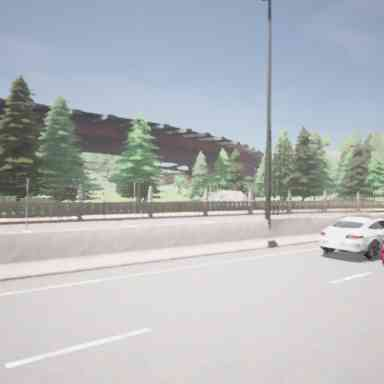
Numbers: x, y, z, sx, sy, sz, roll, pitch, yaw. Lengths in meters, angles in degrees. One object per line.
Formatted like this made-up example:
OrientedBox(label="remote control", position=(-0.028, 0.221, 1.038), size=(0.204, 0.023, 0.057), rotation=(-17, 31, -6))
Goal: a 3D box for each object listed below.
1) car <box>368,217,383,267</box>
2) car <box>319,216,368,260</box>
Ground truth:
OrientedBox(label="car", position=(7.414, 1.361, 9.116), size=(5.566, 2.045, 2.150), rotation=(1, 0, -35))
OrientedBox(label="car", position=(6.861, 1.685, 13.001), size=(4.674, 1.442, 1.812), rotation=(1, 0, -35))
